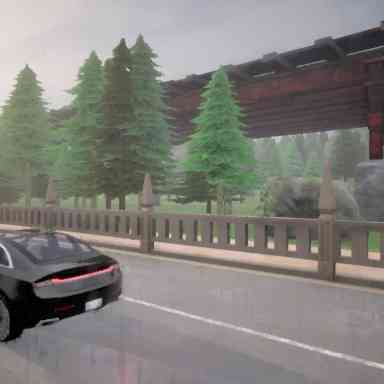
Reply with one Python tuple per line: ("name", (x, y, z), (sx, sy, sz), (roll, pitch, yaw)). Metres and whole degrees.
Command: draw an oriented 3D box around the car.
("car", (-3.463, 1.492, 6.474), (4.902, 1.511, 2.128), (0, 0, 36))
